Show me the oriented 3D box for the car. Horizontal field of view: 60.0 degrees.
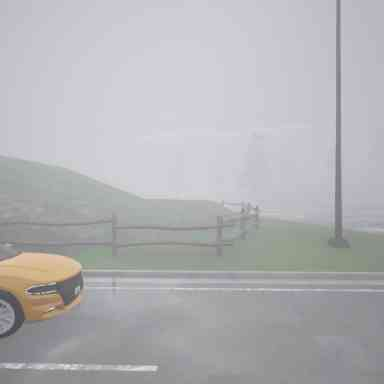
[{"bbox_3d":[-4.539,1.478,6.035,5.008,1.535,1.882,0,0,2],"label":"car"}]
